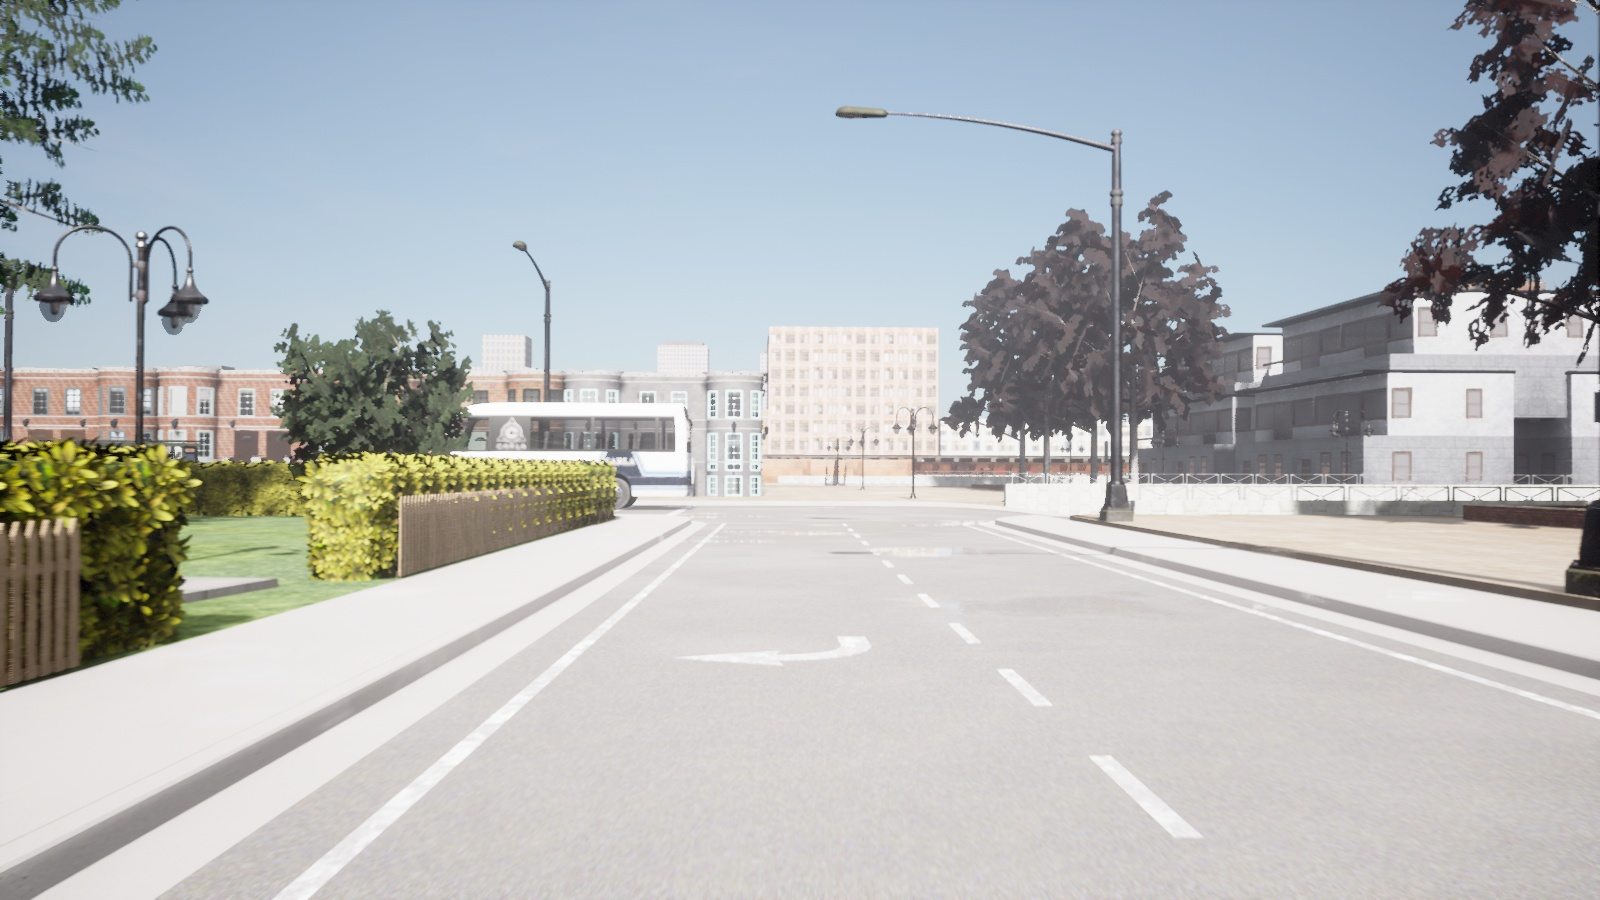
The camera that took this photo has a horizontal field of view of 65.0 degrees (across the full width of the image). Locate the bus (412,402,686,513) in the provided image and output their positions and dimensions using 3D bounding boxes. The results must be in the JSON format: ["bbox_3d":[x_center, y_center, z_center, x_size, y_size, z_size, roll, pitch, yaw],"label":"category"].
[{"bbox_3d":[-9.879,0.316,50.528,10.273,4.253,3.944,0,-1,-1],"label":"bus"}]
